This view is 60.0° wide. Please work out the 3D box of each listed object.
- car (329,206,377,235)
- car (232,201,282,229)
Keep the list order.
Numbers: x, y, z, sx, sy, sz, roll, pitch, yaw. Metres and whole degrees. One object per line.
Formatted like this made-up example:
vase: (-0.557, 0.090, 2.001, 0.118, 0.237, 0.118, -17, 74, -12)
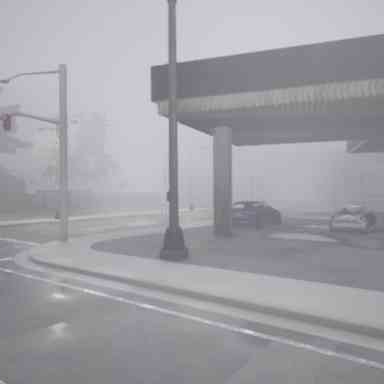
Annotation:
car: (9.146, 1.493, 18.769, 1.970, 1.475, 3.806, -1, 0, 37)
car: (4.070, 1.396, 21.569, 2.242, 1.667, 4.611, -1, 0, 37)
